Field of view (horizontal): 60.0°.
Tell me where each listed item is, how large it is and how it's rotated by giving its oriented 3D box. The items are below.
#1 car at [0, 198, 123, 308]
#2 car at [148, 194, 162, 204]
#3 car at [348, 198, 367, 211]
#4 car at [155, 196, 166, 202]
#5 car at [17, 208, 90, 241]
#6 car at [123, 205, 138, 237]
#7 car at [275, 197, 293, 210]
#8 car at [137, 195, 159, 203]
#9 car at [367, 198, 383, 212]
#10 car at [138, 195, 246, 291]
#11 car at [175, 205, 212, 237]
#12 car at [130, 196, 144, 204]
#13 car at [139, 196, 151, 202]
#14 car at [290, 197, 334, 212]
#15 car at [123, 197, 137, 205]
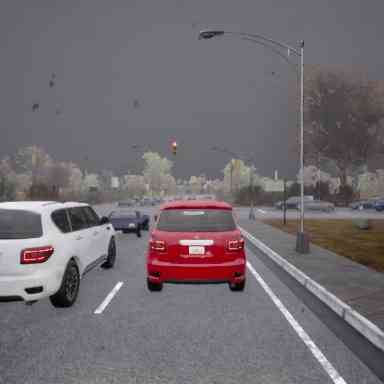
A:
[{"bbox_3d":[-3.407,1.221,8.069,2.150,2.045,5.566,0,0,0],"label":"car"},{"bbox_3d":[-7.105,1.352,64.607,2.097,1.767,4.553,0,0,0],"label":"car"},{"bbox_3d":[21.725,1.499,40.569,4.892,1.490,1.837,0,0,3],"label":"car"},{"bbox_3d":[-7.069,1.595,75.032,1.895,1.301,4.718,0,0,0],"label":"car"},{"bbox_3d":[-7.115,1.601,17.687,1.895,1.301,4.718,0,0,0],"label":"car"},{"bbox_3d":[-3.415,1.601,17.837,1.895,1.301,4.718,0,0,0],"label":"car"},{"bbox_3d":[12.594,1.352,41.060,4.553,1.767,2.097,0,0,3],"label":"car"},{"bbox_3d":[-7.124,1.352,54.364,2.097,1.767,4.553,0,0,0],"label":"car"},{"bbox_3d":[23.079,1.212,36.990,5.566,2.045,2.150,0,0,3],"label":"car"},{"bbox_3d":[0.090,1.221,9.131,2.150,2.045,5.566,0,0,0],"label":"car"},{"bbox_3d":[0.084,1.526,18.824,1.812,1.442,4.674,0,0,0],"label":"car"},{"bbox_3d":[-10.599,1.562,64.678,1.994,1.385,4.181,0,0,1],"label":"car"},{"bbox_3d":[-10.569,1.552,74.829,1.994,1.385,4.181,0,0,0],"label":"car"},{"bbox_3d":[13.743,1.564,37.491,4.181,1.385,1.994,0,0,3],"label":"car"},{"bbox_3d":[-10.657,1.601,54.423,1.895,1.301,4.718,0,0,1],"label":"car"}]
